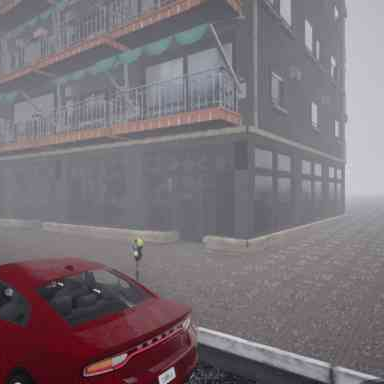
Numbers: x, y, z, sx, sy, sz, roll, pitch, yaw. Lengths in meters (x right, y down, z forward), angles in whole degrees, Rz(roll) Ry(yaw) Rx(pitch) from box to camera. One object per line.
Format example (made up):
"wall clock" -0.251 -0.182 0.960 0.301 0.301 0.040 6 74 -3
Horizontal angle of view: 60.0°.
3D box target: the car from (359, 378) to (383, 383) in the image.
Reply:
"car" 2.551 1.566 1.059 4.313 1.339 1.947 0 0 35

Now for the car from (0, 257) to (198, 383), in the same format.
"car" -2.042 1.545 4.326 4.507 1.381 1.887 0 0 35
